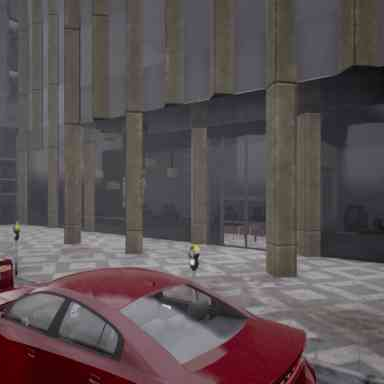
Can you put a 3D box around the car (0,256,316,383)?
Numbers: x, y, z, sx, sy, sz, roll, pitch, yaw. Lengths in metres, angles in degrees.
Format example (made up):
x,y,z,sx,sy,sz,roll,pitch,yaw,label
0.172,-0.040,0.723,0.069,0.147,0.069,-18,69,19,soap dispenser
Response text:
x,y,z,sx,sy,sz,roll,pitch,yaw,label
-1.023,1.545,3.694,4.507,1.381,1.887,0,0,36,car
